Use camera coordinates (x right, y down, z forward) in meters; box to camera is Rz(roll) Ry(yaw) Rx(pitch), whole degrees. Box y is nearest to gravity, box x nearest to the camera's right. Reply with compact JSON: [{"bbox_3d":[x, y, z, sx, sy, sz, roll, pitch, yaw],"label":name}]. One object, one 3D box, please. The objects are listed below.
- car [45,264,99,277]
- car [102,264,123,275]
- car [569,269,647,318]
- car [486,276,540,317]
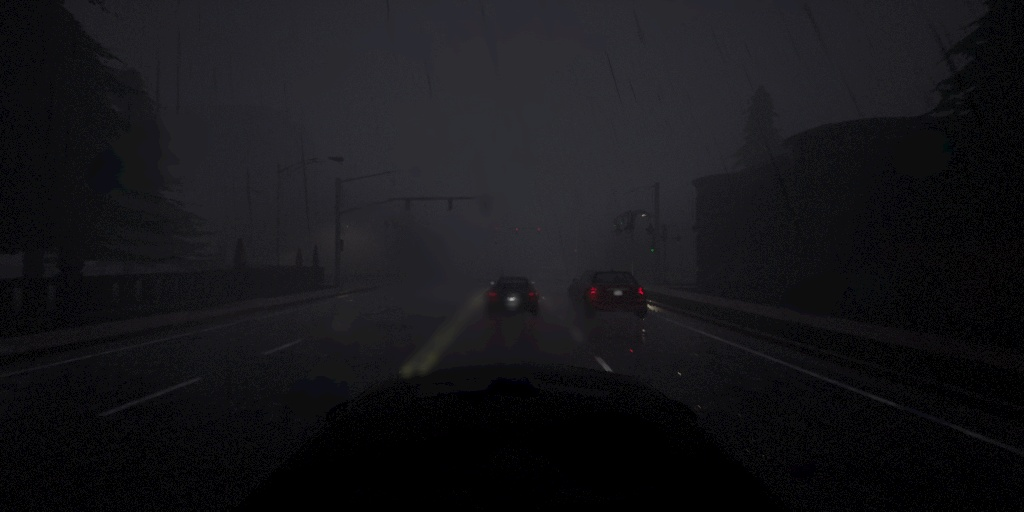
[{"bbox_3d":[-48.690,1.750,39.218,5.008,1.535,1.882,0,-1,1],"label":"car"},{"bbox_3d":[-48.405,1.676,42.717,4.553,1.767,2.097,0,-1,1],"label":"car"},{"bbox_3d":[3.543,1.274,14.032,2.097,1.767,4.553,0,-1,0],"label":"car"},{"bbox_3d":[0.046,1.490,14.207,1.994,1.385,4.181,0,-1,0],"label":"car"}]
